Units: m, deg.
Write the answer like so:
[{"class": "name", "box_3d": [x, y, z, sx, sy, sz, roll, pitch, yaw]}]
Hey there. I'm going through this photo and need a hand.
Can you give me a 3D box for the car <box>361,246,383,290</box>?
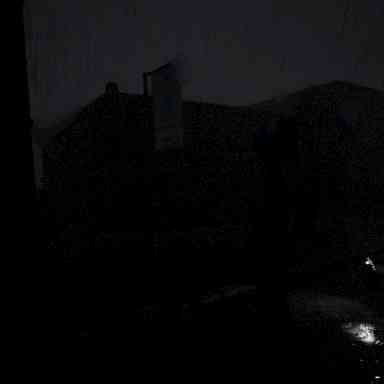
[{"class": "car", "box_3d": [5.813, 1.475, 7.798, 4.674, 1.442, 1.812, 0, 0, -37]}]
